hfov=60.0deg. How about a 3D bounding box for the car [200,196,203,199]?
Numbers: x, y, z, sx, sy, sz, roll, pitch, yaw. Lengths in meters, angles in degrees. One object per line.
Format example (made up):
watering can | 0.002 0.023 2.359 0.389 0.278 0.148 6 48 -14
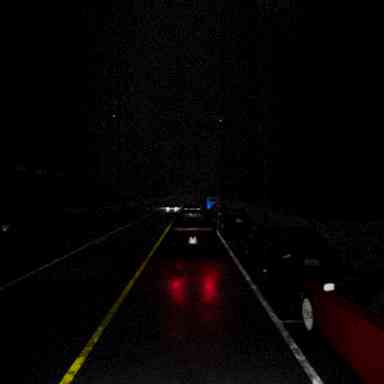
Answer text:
car | 2.579 1.641 48.844 1.967 1.590 4.097 1 0 0

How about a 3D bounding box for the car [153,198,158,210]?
car | -5.937 1.725 43.198 1.887 1.381 4.507 1 0 0

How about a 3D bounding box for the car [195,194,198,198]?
car | 2.498 1.864 88.216 1.887 1.381 4.507 1 0 0

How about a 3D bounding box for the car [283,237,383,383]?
car | 2.670 1.563 3.847 1.887 1.381 4.507 1 0 0

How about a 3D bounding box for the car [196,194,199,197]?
car | 2.509 1.850 82.591 1.887 1.381 4.507 1 0 0

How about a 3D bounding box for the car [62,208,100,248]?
car | -5.879 1.632 15.076 1.947 1.339 4.313 1 0 0

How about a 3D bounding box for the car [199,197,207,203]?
car | 2.520 1.834 76.967 1.887 1.381 4.507 1 0 0

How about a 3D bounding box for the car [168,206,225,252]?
car | 0.039 1.555 14.271 2.128 1.511 4.902 0 0 0

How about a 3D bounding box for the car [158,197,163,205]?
car | -5.971 1.783 60.071 1.887 1.381 4.507 1 0 0

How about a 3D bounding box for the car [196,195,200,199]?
car | 2.532 1.824 71.343 2.008 1.369 4.403 1 0 0

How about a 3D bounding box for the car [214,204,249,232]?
car | 2.635 1.657 20.720 1.947 1.339 4.313 1 0 0

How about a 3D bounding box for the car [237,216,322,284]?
car | 2.658 1.609 9.471 1.947 1.339 4.313 1 0 0

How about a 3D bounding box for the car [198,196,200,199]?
car | 2.554 1.789 60.093 2.008 1.369 4.403 1 0 0

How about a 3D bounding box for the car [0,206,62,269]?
car | -5.865 1.357 9.452 2.192 1.841 5.009 1 0 0

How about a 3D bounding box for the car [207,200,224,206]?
car | 2.611 1.720 31.970 1.802 1.307 4.206 1 0 0

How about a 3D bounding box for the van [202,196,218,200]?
van | 2.591 1.522 43.220 1.690 1.788 3.998 1 0 0

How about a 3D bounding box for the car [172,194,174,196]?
car | -6.016 1.829 82.399 1.752 1.417 4.829 1 0 0

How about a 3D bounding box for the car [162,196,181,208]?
car | -3.176 1.781 53.468 1.994 1.385 4.181 0 0 0

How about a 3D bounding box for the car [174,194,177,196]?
car | -6.040 1.915 93.818 1.802 1.307 4.206 1 0 0

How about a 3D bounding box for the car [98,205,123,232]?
car | -5.891 1.657 20.699 1.947 1.339 4.313 1 0 0

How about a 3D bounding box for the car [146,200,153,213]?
car | -5.924 1.599 37.574 1.967 1.590 4.097 1 0 0

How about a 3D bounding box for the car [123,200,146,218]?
car | -5.914 1.682 31.949 1.887 1.381 4.507 1 0 0

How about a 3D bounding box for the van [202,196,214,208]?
van | 2.568 1.561 54.470 1.690 1.788 3.998 1 0 0

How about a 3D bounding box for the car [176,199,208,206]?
car | 0.008 1.621 29.554 2.128 1.511 4.902 0 0 0
